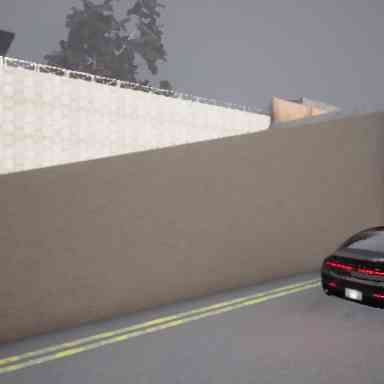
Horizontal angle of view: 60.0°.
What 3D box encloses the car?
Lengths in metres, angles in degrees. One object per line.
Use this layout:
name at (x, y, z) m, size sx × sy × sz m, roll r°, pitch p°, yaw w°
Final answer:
car at (4.771, 1.496, 7.172) m, size 4.892 × 1.490 × 1.837 m, roll -1°, pitch 0°, yaw -35°
